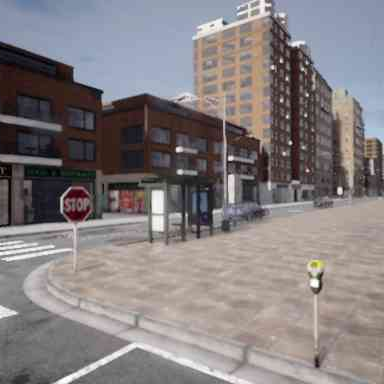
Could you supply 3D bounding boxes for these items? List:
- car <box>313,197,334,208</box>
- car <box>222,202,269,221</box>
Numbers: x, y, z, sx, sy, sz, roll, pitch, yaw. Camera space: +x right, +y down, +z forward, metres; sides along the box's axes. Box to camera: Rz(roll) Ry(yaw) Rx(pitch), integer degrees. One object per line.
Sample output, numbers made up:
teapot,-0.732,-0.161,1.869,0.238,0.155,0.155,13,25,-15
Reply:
car,18.262,1.372,46.155,2.128,1.511,4.902,0,0,36
car,4.350,1.473,26.485,2.033,1.411,5.357,0,0,35
